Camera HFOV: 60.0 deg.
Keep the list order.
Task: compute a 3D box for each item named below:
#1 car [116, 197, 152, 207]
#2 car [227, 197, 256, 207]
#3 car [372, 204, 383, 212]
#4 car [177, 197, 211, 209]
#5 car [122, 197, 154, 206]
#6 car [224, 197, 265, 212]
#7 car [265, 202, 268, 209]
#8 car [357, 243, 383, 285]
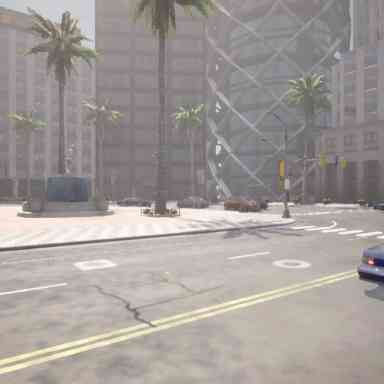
[{"bbox_3d":[-8.978,1.599,50.540,4.718,1.301,1.895,0,0,16],"label":"car"},{"bbox_3d":[7.821,1.561,53.122,4.181,1.385,1.994,0,0,40],"label":"car"},{"bbox_3d":[22.132,1.598,35.838,1.895,1.301,4.718,0,0,-35],"label":"car"},{"bbox_3d":[-0.089,1.562,45.841,4.181,1.385,1.994,0,0,35],"label":"car"},{"bbox_3d":[-8.745,1.524,54.011,4.674,1.442,1.812,0,0,15],"label":"car"},{"bbox_3d":[5.917,1.350,39.658,2.097,1.767,4.553,0,0,-39],"label":"car"},{"bbox_3d":[7.562,1.475,43.223,1.882,1.535,5.008,0,0,-41],"label":"car"},{"bbox_3d":[6.233,1.547,8.220,5.357,1.411,2.033,0,0,-35],"label":"car"}]
